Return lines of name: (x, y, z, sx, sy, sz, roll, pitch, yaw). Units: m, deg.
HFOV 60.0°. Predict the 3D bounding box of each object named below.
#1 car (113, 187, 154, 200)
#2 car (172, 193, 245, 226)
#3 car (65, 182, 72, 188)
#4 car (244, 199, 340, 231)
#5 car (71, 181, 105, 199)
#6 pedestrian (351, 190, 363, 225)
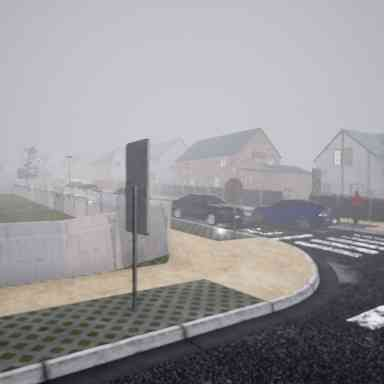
car: (-4.674, 0.414, 26.012, 1.837, 1.490, 4.892, 1, 2, -35)
car: (0.795, 0.837, 18.284, 1.882, 1.535, 5.008, 1, 2, -35)
car: (-17.298, -0.798, 48.964, 1.837, 1.490, 4.892, 1, 2, -35)
car: (5.205, 1.070, 17.179, 1.812, 1.442, 4.674, 0, 3, -38)
car: (-10.514, -0.067, 34.284, 1.837, 1.490, 4.892, 1, 3, -35)
pedestrian: (8.584, 0.793, 17.424, 0.375, 1.860, 0.375, 4, -2, -35)
